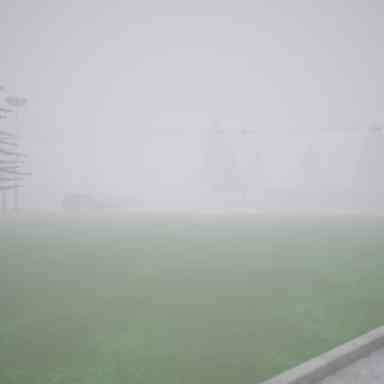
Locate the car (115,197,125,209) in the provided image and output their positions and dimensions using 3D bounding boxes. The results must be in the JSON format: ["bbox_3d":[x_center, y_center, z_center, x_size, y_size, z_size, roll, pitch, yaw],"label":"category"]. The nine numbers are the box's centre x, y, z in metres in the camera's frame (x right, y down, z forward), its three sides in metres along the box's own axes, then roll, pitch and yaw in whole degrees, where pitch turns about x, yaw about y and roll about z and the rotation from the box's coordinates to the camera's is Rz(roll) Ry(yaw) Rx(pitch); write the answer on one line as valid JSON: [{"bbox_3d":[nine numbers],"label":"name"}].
[{"bbox_3d":[-11.301,1.553,41.532,4.718,1.301,1.895,0,0,12],"label":"car"}]

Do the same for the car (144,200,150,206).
[{"bbox_3d":[-9.002,1.461,51.775,4.892,1.490,1.837,0,0,12],"label":"car"}]

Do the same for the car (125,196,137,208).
[{"bbox_3d":[-10.410,1.445,44.918,4.902,1.511,2.128,0,0,12],"label":"car"}]

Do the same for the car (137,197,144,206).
[{"bbox_3d":[-9.707,1.516,48.346,4.181,1.385,1.994,0,0,12],"label":"car"}]

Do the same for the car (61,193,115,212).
[{"bbox_3d":[-12.213,1.162,38.149,5.566,2.045,2.150,0,0,12],"label":"car"}]
